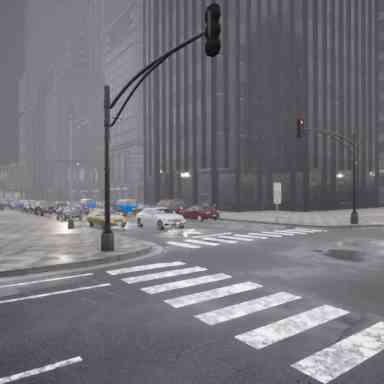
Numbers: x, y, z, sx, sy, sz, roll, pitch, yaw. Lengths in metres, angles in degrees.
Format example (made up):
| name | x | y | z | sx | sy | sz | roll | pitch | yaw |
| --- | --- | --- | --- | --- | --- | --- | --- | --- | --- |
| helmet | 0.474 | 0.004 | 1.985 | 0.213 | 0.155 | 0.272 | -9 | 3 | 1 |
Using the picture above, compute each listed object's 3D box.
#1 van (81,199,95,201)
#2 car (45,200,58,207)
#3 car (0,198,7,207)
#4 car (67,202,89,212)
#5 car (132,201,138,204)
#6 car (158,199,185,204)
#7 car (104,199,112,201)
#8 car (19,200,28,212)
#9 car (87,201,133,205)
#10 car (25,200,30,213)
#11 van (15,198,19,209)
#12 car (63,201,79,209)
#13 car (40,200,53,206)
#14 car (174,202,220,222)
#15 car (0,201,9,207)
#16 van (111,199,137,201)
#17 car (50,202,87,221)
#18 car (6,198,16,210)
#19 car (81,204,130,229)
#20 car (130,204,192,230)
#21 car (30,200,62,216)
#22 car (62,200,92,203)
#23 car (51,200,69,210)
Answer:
| name | x | y | z | sx | sy | sz | roll | pitch | yaw |
| --- | --- | --- | --- | --- | --- | --- | --- | --- | --- |
| van | -17.063 | 2.036 | 54.339 | 1.690 | 1.788 | 3.998 | -1 | 0 | -35 |
| car | -31.705 | 2.593 | 74.930 | 1.947 | 1.339 | 4.313 | -1 | 0 | -35 |
| car | -41.265 | 2.665 | 73.672 | 1.887 | 1.381 | 4.507 | -1 | 0 | -35 |
| car | -17.060 | 2.256 | 49.568 | 1.895 | 1.301 | 4.718 | 0 | -1 | -35 |
| car | -5.306 | 2.003 | 37.727 | 1.802 | 1.307 | 4.206 | -1 | 0 | -35 |
| car | -2.375 | 1.668 | 33.574 | 2.192 | 1.841 | 5.009 | -1 | 0 | -35 |
| car | -11.188 | 1.874 | 46.033 | 2.192 | 1.841 | 5.009 | -1 | 0 | -35 |
| car | -23.353 | 2.156 | 48.409 | 1.967 | 1.590 | 4.097 | -1 | 0 | -35 |
| car | -7.723 | 1.882 | 30.995 | 2.128 | 1.511 | 4.902 | 0 | -1 | -35 |
| car | -20.525 | 2.195 | 44.424 | 1.887 | 1.381 | 4.507 | -1 | 0 | -35 |
| van | -26.181 | 2.122 | 52.395 | 1.690 | 1.788 | 3.998 | -1 | 0 | -35 |
| car | -22.678 | 2.405 | 62.199 | 1.802 | 1.307 | 4.206 | -1 | 0 | -35 |
| car | -34.715 | 2.658 | 79.174 | 1.947 | 1.339 | 4.313 | -1 | 0 | -35 |
| car | 0.569 | 1.828 | 29.421 | 1.887 | 1.381 | 4.507 | -1 | 0 | -35 |
| car | -44.374 | 2.769 | 78.058 | 1.802 | 1.307 | 4.206 | -1 | 0 | -35 |
| van | -8.250 | 1.832 | 41.880 | 1.690 | 1.788 | 3.998 | -1 | 0 | -35 |
| car | -12.046 | 2.003 | 32.468 | 2.008 | 1.369 | 4.403 | -1 | 0 | -35 |
| car | -31.935 | 2.352 | 60.511 | 1.967 | 1.590 | 4.097 | -1 | 0 | -35 |
| car | -6.296 | 1.843 | 24.358 | 1.752 | 1.417 | 4.829 | -1 | 0 | -35 |
| car | -2.311 | 1.789 | 23.375 | 1.812 | 1.442 | 4.674 | 0 | -1 | -37 |
| car | -17.704 | 1.900 | 40.439 | 2.192 | 1.841 | 5.009 | -1 | 0 | -35 |
| car | -13.661 | 2.056 | 39.385 | 1.812 | 1.442 | 4.674 | 0 | -1 | -35 |
| car | -23.041 | 2.270 | 57.951 | 1.882 | 1.535 | 5.008 | 0 | -1 | -35 |
